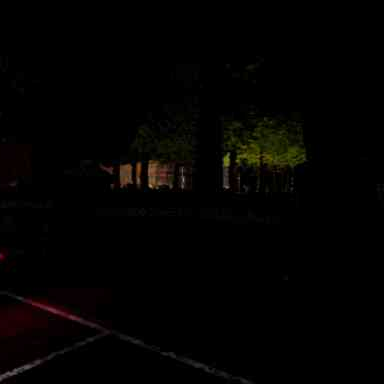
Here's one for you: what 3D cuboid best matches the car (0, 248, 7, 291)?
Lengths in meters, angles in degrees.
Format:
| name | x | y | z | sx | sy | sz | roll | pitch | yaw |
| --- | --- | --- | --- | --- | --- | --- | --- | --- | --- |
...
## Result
| name | x | y | z | sx | sy | sz | roll | pitch | yaw |
| --- | --- | --- | --- | --- | --- | --- | --- | --- | --- |
| car | -5.975 | 1.399 | 7.211 | 5.008 | 1.535 | 1.882 | 1 | 0 | 36 |
